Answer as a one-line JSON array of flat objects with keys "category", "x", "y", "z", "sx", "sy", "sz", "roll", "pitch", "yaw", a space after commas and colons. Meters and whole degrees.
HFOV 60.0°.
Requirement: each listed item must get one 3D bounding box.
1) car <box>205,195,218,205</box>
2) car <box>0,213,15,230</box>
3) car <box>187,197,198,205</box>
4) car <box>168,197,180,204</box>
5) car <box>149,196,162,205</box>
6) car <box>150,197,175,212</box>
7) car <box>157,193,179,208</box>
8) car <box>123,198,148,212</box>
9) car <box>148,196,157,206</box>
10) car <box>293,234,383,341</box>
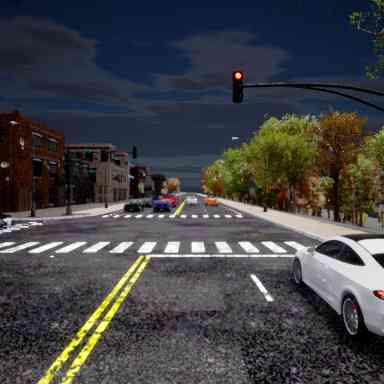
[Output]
[{"category": "car", "x": 3.304, "y": 1.345, "z": 57.127, "sx": 2.097, "sy": 1.767, "sz": 4.553, "roll": 0, "pitch": 0, "yaw": 0}, {"category": "car", "x": -13.375, "y": 1.668, "z": 20.234, "sx": 4.902, "sy": 1.511, "sz": 2.128, "roll": -2, "pitch": 0, "yaw": 6}, {"category": "car", "x": 0.038, "y": 1.519, "z": 58.421, "sx": 1.812, "sy": 1.442, "sz": 4.674, "roll": 0, "pitch": 0, "yaw": 0}, {"category": "car", "x": -3.374, "y": 1.557, "z": 61.953, "sx": 1.994, "sy": 1.385, "sz": 4.181, "roll": 0, "pitch": 0, "yaw": 0}, {"category": "car", "x": -6.624, "y": 1.519, "z": 60.601, "sx": 1.812, "sy": 1.442, "sz": 4.674, "roll": 0, "pitch": 0, "yaw": 0}, {"category": "car", "x": -3.353, "y": 1.595, "z": 38.429, "sx": 1.895, "sy": 1.301, "sz": 4.718, "roll": 0, "pitch": 0, "yaw": 0}, {"category": "car", "x": -3.381, "y": 1.212, "z": 48.834, "sx": 2.150, "sy": 2.045, "sz": 5.566, "roll": 0, "pitch": 0, "yaw": -1}, {"category": "car", "x": -6.603, "y": 1.595, "z": 38.420, "sx": 1.895, "sy": 1.301, "sz": 4.718, "roll": 0, "pitch": 0, "yaw": 0}, {"category": "car", "x": -6.625, "y": 1.541, "z": 49.111, "sx": 2.033, "sy": 1.411, "sz": 5.357, "roll": 0, "pitch": 0, "yaw": 0}, {"category": "car", "x": 3.352, "y": 1.525, "z": 6.343, "sx": 1.812, "sy": 1.442, "sz": 4.674, "roll": 0, "pitch": 0, "yaw": 2}]
